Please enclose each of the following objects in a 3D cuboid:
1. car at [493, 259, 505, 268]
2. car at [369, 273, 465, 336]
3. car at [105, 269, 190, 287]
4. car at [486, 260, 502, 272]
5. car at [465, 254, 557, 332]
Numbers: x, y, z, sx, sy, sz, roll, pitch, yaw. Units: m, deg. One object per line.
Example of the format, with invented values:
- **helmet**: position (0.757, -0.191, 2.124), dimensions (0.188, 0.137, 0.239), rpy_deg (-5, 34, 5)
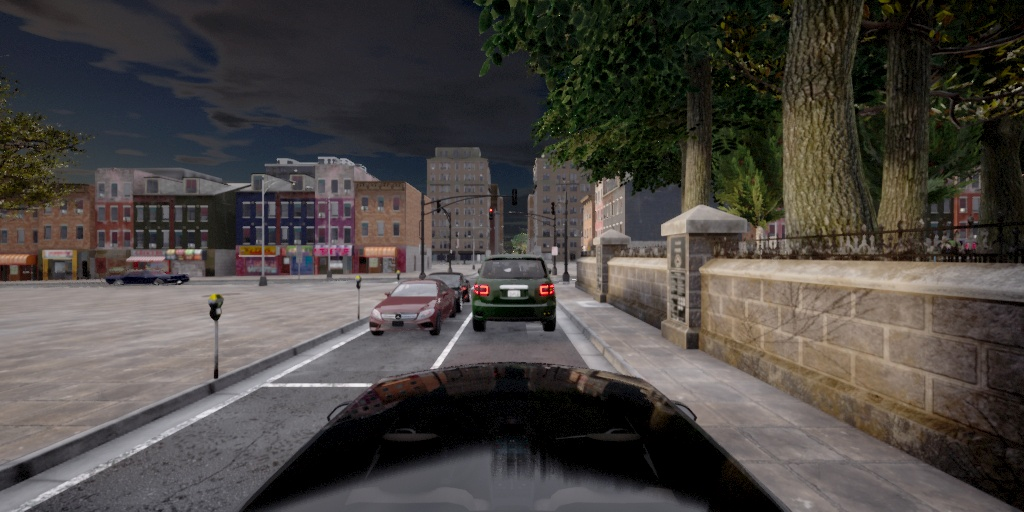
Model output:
- **car**: position (-2.273, 1.260, 62.794), dimensions (1.812, 1.442, 4.674), rpy_deg (0, 0, 0)
- **car**: position (-2.638, 1.331, 10.379), dimensions (1.802, 1.307, 4.207), rpy_deg (0, 0, 0)
- **car**: position (-27.188, 1.658, 26.900), dimensions (4.718, 1.301, 1.895), rpy_deg (-1, 0, 0)
- **car**: position (-2.283, 1.265, 45.841), dimensions (1.812, 1.442, 4.674), rpy_deg (0, 0, 0)
- **car**: position (0.076, 0.971, 11.058), dimensions (2.150, 2.045, 5.566), rpy_deg (0, 0, 1)
